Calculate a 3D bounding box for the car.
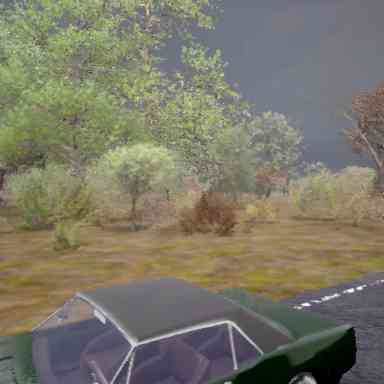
[{"bbox_3d":[-0.675,1.611,2.919,4.718,1.301,1.895,0,0,-35],"label":"car"}]
